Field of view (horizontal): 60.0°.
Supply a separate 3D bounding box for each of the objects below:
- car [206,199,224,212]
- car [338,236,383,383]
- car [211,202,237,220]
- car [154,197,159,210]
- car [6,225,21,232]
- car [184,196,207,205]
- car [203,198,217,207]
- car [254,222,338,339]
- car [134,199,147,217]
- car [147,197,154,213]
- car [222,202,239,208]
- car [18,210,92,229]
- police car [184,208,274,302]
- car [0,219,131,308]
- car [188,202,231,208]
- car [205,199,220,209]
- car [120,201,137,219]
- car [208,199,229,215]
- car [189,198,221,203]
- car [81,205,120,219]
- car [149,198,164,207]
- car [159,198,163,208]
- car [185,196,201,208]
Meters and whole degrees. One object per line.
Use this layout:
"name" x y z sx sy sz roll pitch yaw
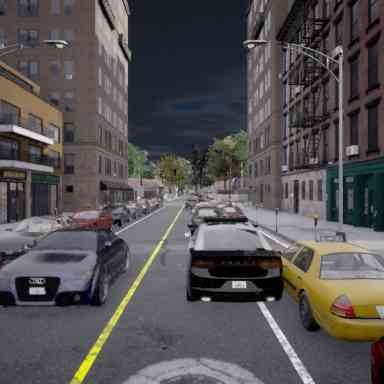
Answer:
"car" 2.675 1.554 39.584 1.887 1.381 4.507 0 0 0
"car" 2.639 1.315 0.956 2.192 1.841 5.009 0 0 0
"car" 2.664 1.584 28.547 1.802 1.307 4.206 0 0 0
"car" -5.351 1.535 39.419 1.752 1.417 4.829 0 0 0
"car" -5.381 1.582 6.476 1.802 1.307 4.206 0 0 0
"car" 0.685 1.502 59.502 1.882 1.535 5.008 0 0 27
"car" 2.685 1.585 50.621 1.947 1.339 4.313 0 0 0
"car" 2.640 1.525 6.643 1.752 1.417 4.829 0 0 0
"car" -5.360 1.553 28.551 2.008 1.369 4.403 0 0 0
"car" -5.356 1.446 34.070 1.967 1.590 4.097 0 0 0
"car" 2.660 1.583 23.029 1.802 1.307 4.206 0 0 0
"car" -5.376 1.551 11.995 2.008 1.369 4.403 0 0 0
"police car" 0.833 1.425 8.435 1.930 1.638 5.238 0 0 0
"car" -2.743 1.564 7.883 1.994 1.385 4.181 0 0 0
"car" 0.842 1.526 18.325 1.812 1.442 4.674 0 0 0
"car" 2.680 1.596 45.102 1.802 1.307 4.206 0 0 0
"car" -5.366 1.567 23.033 1.947 1.339 4.313 0 0 0
"car" 2.670 1.531 34.236 1.752 1.417 4.829 0 0 0
"car" 0.848 1.457 24.515 1.801 1.575 5.366 0 0 0
"car" -5.371 1.545 17.514 1.887 1.381 4.507 0 0 0
"car" -5.340 1.600 50.627 1.802 1.307 4.206 0 0 0
"car" -5.345 1.454 45.108 1.967 1.590 4.097 0 0 0
"car" 0.061 1.507 46.231 2.128 1.511 4.902 0 0 1
